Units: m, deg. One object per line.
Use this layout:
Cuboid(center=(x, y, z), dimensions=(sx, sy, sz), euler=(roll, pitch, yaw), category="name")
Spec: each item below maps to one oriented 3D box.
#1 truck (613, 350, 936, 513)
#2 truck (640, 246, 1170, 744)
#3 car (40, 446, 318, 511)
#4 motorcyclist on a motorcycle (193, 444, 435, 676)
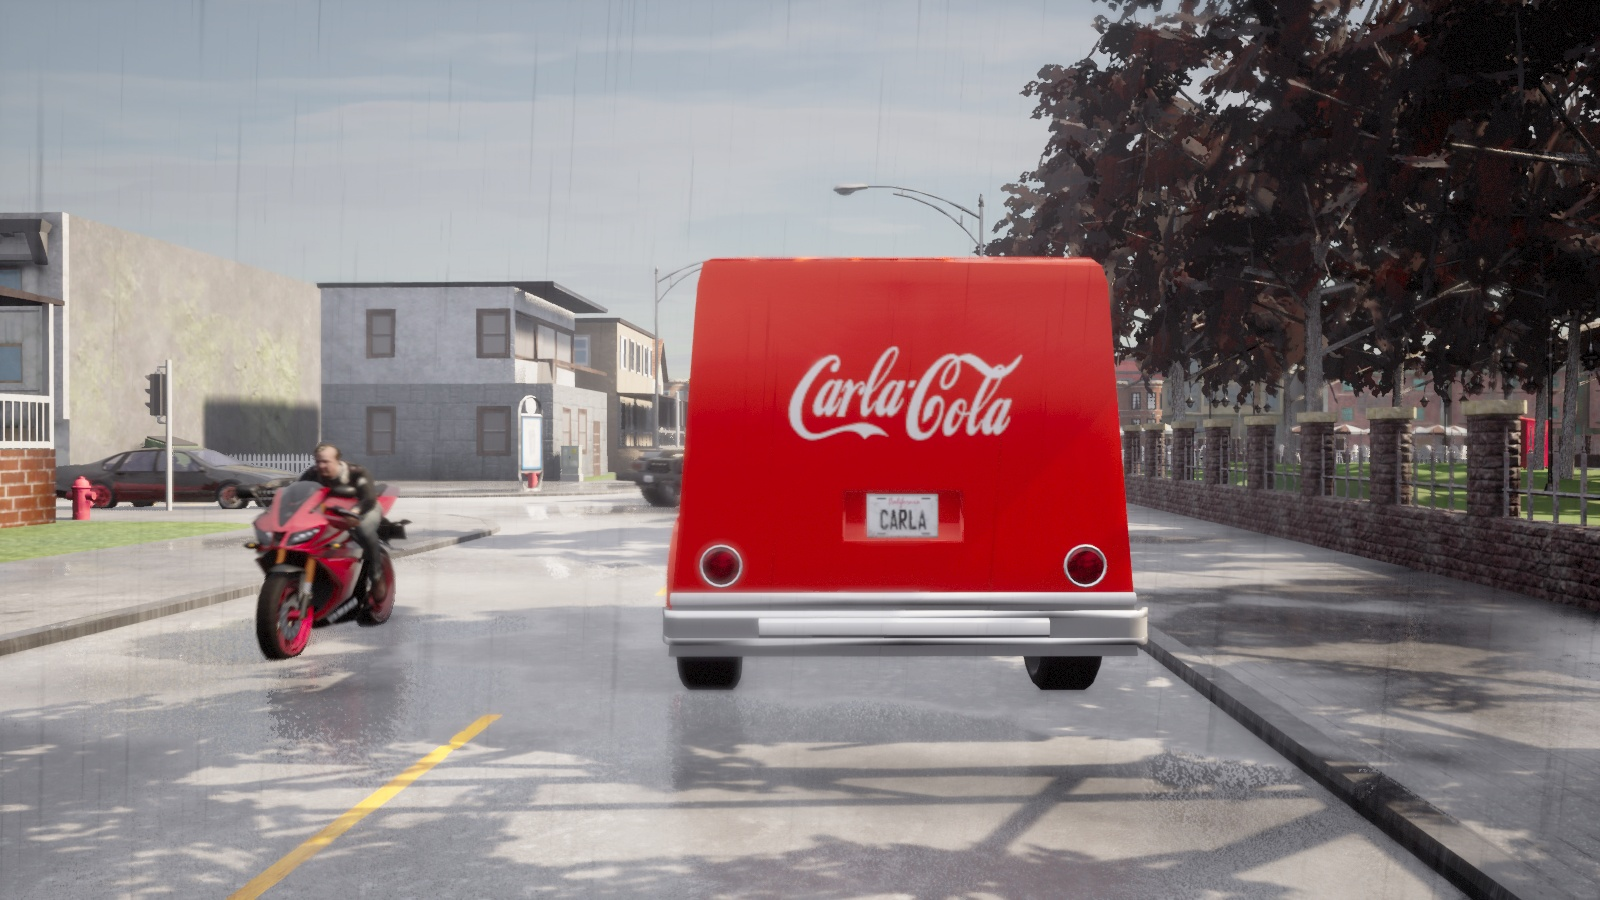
Cuboid(center=(-0.415, -0.408, 30.459), dimensions=(7.936, 3.462, 2.891), euler=(0, 1, -43), category="truck")
Cuboid(center=(0.519, 0.210, 8.828), dimensions=(2.627, 2.467, 5.204), euler=(0, 0, 0), category="truck")
Cuboid(center=(-13.998, 0.622, 28.515), dimensions=(5.357, 1.411, 2.033), euler=(0, 0, 3), category="car")
Cuboid(center=(-3.546, 0.725, 9.433), dimensions=(0.866, 1.530, 2.191), euler=(0, 0, 3), category="motorcyclist on a motorcycle")
